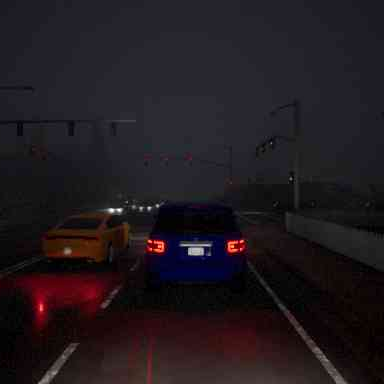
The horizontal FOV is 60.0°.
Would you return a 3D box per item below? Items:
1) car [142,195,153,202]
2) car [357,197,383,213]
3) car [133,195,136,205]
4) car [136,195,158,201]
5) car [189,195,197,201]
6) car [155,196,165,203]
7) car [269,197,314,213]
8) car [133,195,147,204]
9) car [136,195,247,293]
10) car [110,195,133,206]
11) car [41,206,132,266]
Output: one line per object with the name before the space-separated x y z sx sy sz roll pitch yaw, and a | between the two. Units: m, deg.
car | -10.323 1.524 76.935 1.812 1.442 4.674 0 0 0
car | 20.511 1.352 36.266 4.553 1.767 2.097 0 0 -1
car | -10.447 1.352 57.411 2.097 1.767 4.553 0 0 0
car | -6.976 1.547 52.198 2.033 1.411 5.357 0 0 0
car | 0.204 1.540 88.979 2.033 1.411 5.357 0 0 0
car | -6.835 1.524 71.677 1.812 1.442 4.674 0 0 0
car | 10.730 1.352 36.046 4.553 1.767 2.097 0 0 -1
car | -10.366 1.478 66.680 1.882 1.535 5.008 0 0 1
car | 0.083 1.221 8.990 2.150 2.045 5.566 0 0 0
car | -10.486 1.491 48.200 2.128 1.511 4.902 0 0 0
car | -3.397 1.478 11.612 1.882 1.535 5.008 0 0 0
